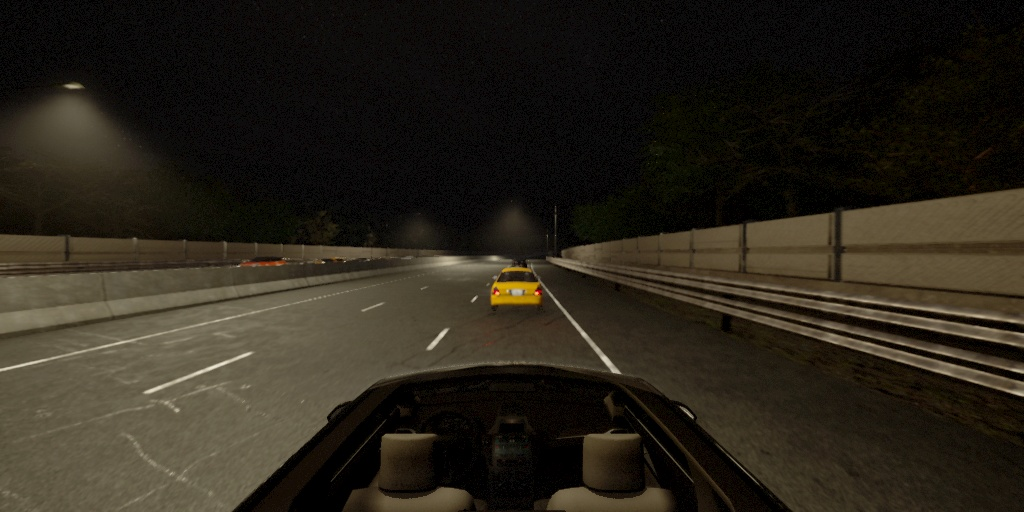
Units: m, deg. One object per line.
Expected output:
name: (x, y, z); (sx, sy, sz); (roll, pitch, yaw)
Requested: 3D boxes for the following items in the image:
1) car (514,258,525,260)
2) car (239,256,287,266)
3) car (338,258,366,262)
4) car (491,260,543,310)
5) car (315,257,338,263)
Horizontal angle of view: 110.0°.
car: (0.942, 0.934, 44.297); (2.128, 1.511, 4.902); (0, 0, 2)
car: (-24.064, 0.816, 34.733); (2.097, 1.767, 4.553); (0, 1, 2)
car: (-16.909, 1.008, 39.549); (1.994, 1.385, 4.181); (0, 0, 2)
car: (0.191, 1.106, 13.935); (1.801, 1.575, 5.366); (0, 0, 1)
car: (-20.386, 0.910, 40.279); (1.882, 1.535, 5.008); (0, 0, 2)
